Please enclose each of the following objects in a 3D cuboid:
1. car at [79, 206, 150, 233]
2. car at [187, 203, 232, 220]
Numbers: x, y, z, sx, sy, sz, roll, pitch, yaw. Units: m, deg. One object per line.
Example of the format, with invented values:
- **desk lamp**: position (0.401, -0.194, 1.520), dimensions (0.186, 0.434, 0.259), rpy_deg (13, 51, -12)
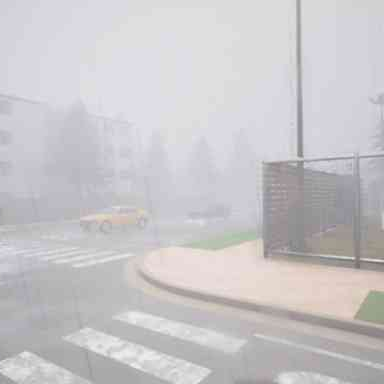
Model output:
- **car**: position (-4.863, 1.657, 21.378), dimensions (1.882, 1.535, 5.008), rpy_deg (-1, 0, 35)
- **car**: position (1.732, 1.728, 30.740), dimensions (2.033, 1.411, 5.357), rpy_deg (-1, -1, 35)
